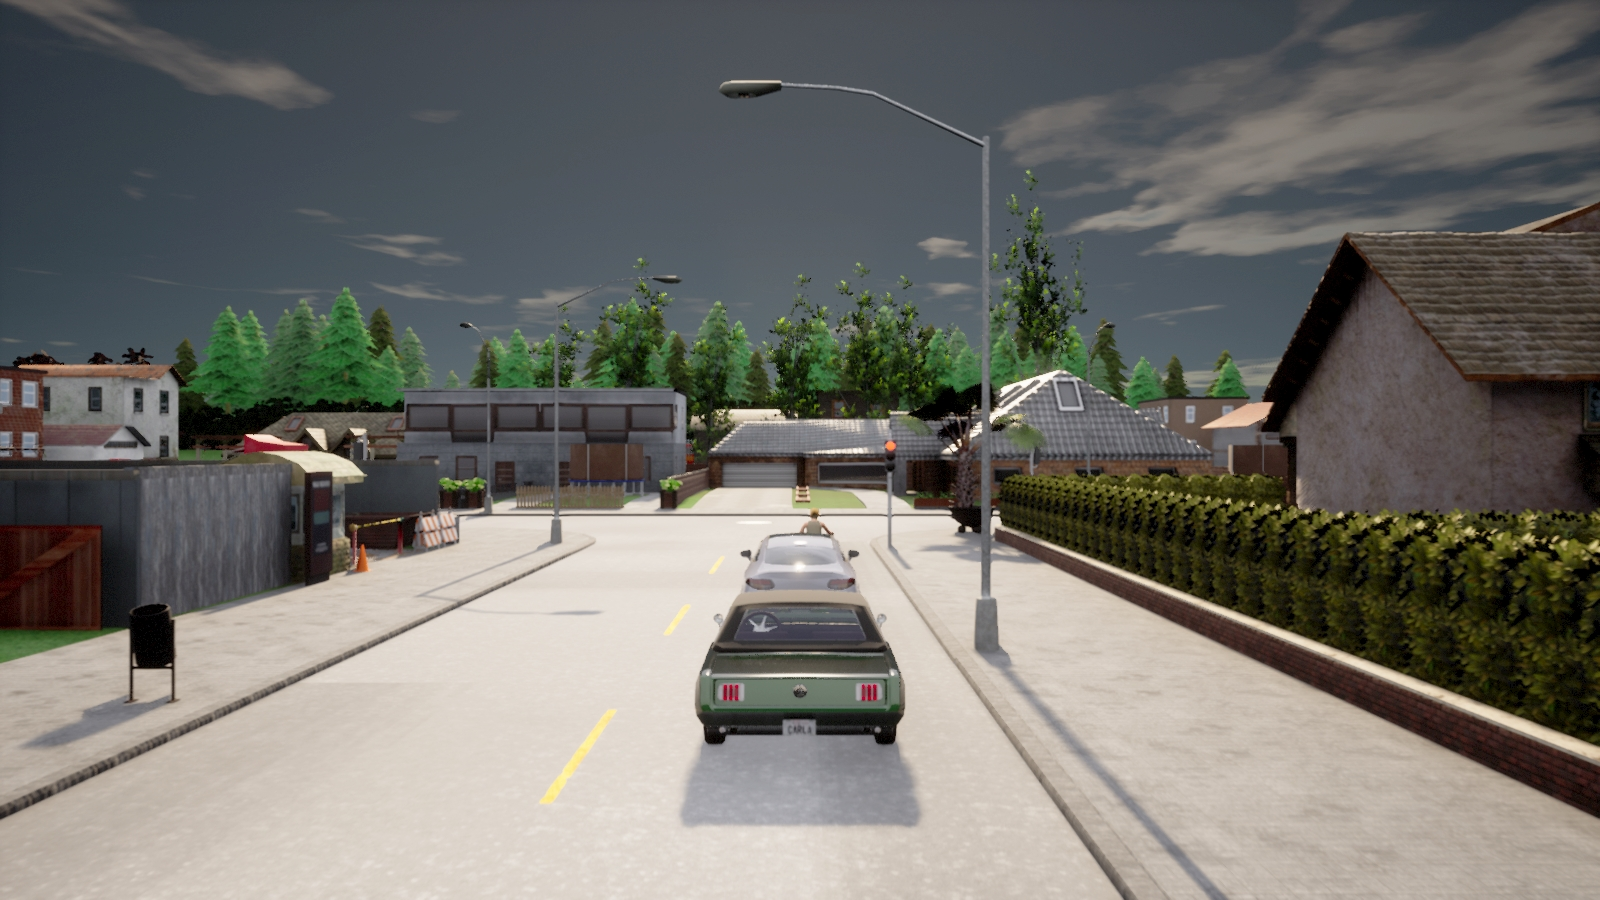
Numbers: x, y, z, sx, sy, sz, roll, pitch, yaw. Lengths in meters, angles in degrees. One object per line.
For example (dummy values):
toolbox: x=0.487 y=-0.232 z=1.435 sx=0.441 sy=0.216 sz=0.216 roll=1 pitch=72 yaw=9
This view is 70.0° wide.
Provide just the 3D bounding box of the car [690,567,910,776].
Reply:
car: x=0.001 y=2.144 z=12.168 sx=1.895 sy=1.301 sz=4.718 roll=0 pitch=0 yaw=0

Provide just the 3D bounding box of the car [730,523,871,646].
car: x=-0.001 y=2.065 z=18.614 sx=2.002 sy=1.442 sz=4.674 roll=0 pitch=0 yaw=0
